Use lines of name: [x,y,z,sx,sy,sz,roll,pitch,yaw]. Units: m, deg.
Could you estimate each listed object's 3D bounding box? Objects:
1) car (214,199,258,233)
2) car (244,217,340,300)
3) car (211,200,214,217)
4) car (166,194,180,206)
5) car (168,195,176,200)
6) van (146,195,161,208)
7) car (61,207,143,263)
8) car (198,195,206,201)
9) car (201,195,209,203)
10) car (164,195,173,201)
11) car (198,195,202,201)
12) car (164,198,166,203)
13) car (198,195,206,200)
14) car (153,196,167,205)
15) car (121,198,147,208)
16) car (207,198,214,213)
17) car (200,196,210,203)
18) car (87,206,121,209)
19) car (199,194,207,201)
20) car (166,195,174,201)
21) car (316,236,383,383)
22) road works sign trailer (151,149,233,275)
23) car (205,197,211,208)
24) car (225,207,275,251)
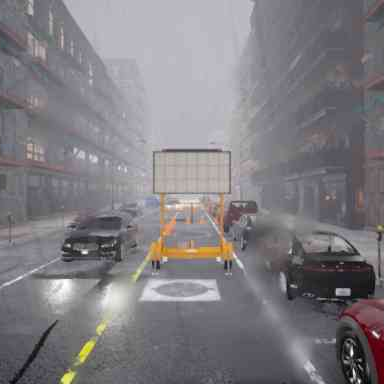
car: [2.705,1.313,19.461,2.192,1.841,5.009,1,0,0]
car: [2.701,1.551,8.119,2.008,1.369,4.403,1,0,0]
car: [2.702,1.521,25.302,1.752,1.417,4.829,1,0,0]
car: [-3.084,1.543,54.914,1.994,1.385,4.181,0,0,0]
car: [-5.674,1.486,93.247,2.008,1.369,4.403,1,0,0]
van: [-5.674,1.325,47.876,1.690,1.788,3.998,1,0,0]
car: [-3.101,1.505,12.063,1.837,1.490,4.892,0,0,0]
car: [2.706,1.487,87.511,1.887,1.381,4.507,1,0,0]
car: [2.704,1.509,47.985,1.752,1.417,4.829,1,0,0]
car: [-5.675,1.515,81.905,1.947,1.339,4.313,1,0,0]
car: [2.706,1.409,64.828,1.967,1.590,4.097,1,0,0]
car: [-5.676,1.524,53.547,1.887,1.381,4.507,1,0,0]
car: [2.706,1.486,93.181,2.008,1.369,4.403,1,0,0]
car: [-5.676,1.525,59.219,2.008,1.369,4.403,1,0,0]
car: [-5.678,1.559,30.862,1.947,1.339,4.313,1,0,0]
car: [2.702,1.538,30.802,1.887,1.381,4.507,1,0,0]
car: [2.706,1.545,70.500,1.802,1.307,4.206,1,0,0]
car: [-5.679,1.580,19.518,1.802,1.307,4.206,1,0,0]
car: [2.707,1.390,81.839,1.967,1.590,4.097,1,0,0]
car: [-5.674,1.468,87.406,1.752,1.417,4.829,1,0,0]
car: [2.702,1.440,2.448,1.967,1.590,4.097,1,0,0]
road works sign trailer: [0.000,0.464,10.397,2.380,3.560,2.880,0,0,0]
car: [2.703,1.535,36.473,1.887,1.381,4.507,1,0,0]
car: [2.701,1.550,13.789,2.008,1.369,4.403,1,0,0]
